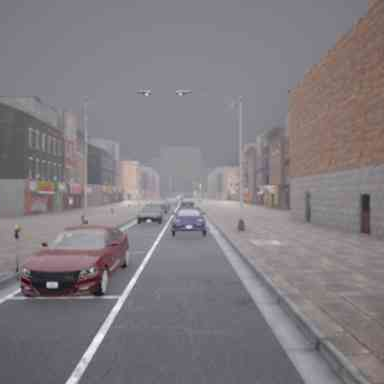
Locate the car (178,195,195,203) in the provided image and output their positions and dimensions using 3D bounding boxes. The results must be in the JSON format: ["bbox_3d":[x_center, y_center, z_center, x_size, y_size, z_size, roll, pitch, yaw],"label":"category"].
[{"bbox_3d":[-0.631,1.611,46.185,1.882,1.535,5.008,0,0,-1],"label":"car"}]

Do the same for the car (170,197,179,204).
[{"bbox_3d":[-3.820,1.830,74.465,1.752,1.417,4.829,0,0,-1],"label":"car"}]

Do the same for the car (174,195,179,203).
[{"bbox_3d":[-3.556,1.756,58.155,2.008,1.369,4.403,0,0,-1],"label":"car"}]

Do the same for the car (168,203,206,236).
[{"bbox_3d":[-0.185,1.559,18.739,1.812,1.442,4.674,0,0,-1],"label":"car"}]

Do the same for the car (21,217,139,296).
[{"bbox_3d":[-2.754,1.567,8.717,1.887,1.381,4.507,0,0,-1],"label":"car"}]

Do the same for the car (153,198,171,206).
[{"bbox_3d":[-3.579,1.577,35.898,1.882,1.535,5.008,0,0,-1],"label":"car"}]

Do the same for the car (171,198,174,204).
[{"bbox_3d":[-3.697,1.633,42.898,1.837,1.490,4.892,0,0,-1],"label":"car"}]

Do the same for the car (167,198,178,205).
[{"bbox_3d":[-3.644,1.782,63.648,1.887,1.381,4.507,0,0,-1],"label":"car"}]

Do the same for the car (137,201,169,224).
[{"bbox_3d":[-3.021,1.626,25.196,1.947,1.339,4.313,0,0,-1],"label":"car"}]
